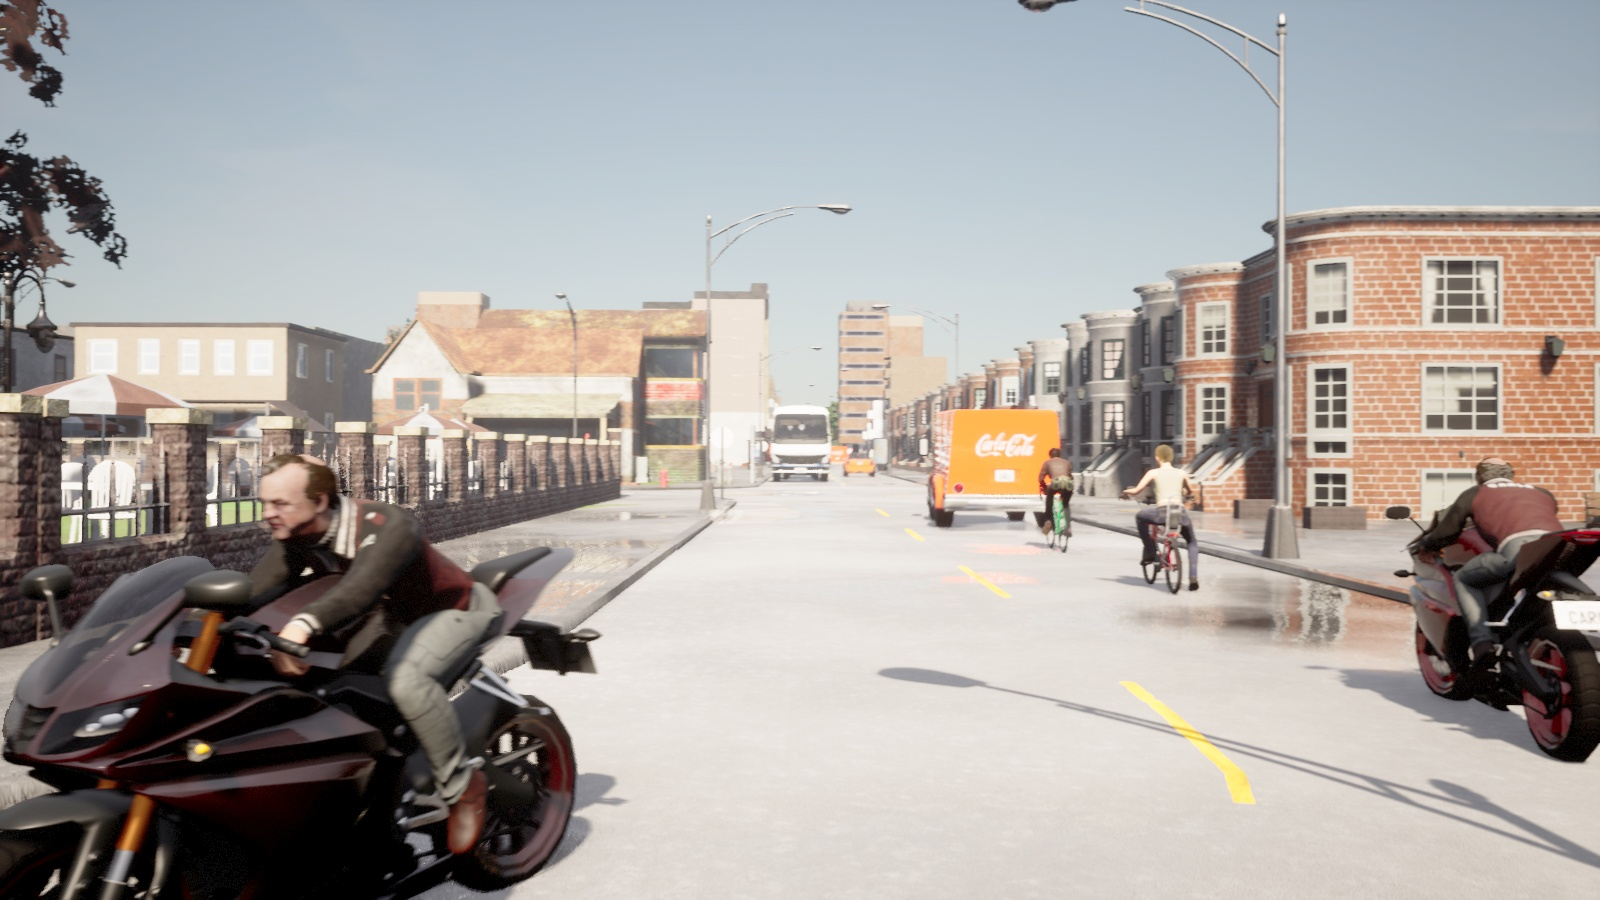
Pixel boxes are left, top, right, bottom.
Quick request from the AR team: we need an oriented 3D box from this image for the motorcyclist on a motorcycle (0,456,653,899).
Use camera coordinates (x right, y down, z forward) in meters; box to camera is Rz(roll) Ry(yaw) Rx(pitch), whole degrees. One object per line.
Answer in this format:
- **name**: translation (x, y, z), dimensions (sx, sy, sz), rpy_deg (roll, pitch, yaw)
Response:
- **motorcyclist on a motorcycle**: translation (-1.438, 0.794, 3.639), dimensions (0.866, 1.530, 2.191), rpy_deg (-2, -1, 29)

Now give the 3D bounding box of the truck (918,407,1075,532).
- **truck**: translation (4.098, 0.366, 27.235), dimensions (2.627, 2.467, 5.204), rpy_deg (0, 0, 0)

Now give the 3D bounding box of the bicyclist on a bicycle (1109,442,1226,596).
- **bicyclist on a bicycle**: translation (4.056, 0.730, 13.981), dimensions (0.866, 1.612, 1.509), rpy_deg (0, 0, 1)

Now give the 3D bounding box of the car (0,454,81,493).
- **car**: translation (-31.792, 0.915, 50.189), dimensions (4.902, 1.511, 2.128), rpy_deg (0, 0, 0)

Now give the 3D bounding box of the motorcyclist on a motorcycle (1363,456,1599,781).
- **motorcyclist on a motorcycle**: translation (3.926, 0.803, 7.016), dimensions (0.866, 1.530, 2.191), rpy_deg (0, 0, 8)

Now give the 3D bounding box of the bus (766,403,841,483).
- **bus**: translation (0.229, -0.359, 71.737), dimensions (3.944, 4.253, 10.273), rpy_deg (0, 0, 0)

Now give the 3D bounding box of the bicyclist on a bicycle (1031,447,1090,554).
- **bicyclist on a bicycle**: translation (4.079, 0.768, 19.729), dimensions (0.582, 1.620, 1.656), rpy_deg (0, -1, 0)

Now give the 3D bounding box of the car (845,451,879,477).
- **car**: translation (4.269, 0.932, 87.114), dimensions (2.097, 1.767, 4.553), rpy_deg (0, 0, 0)
